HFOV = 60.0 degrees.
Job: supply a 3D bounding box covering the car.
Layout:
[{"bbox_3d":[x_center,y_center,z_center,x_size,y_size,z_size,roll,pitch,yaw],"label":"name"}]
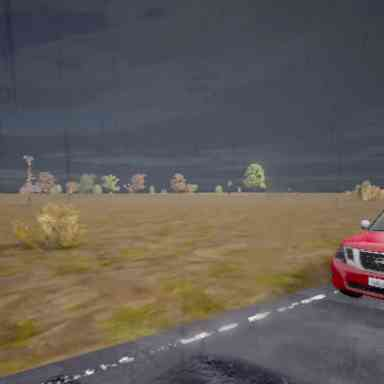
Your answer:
[{"bbox_3d":[5.432,1.239,7.518,5.566,2.045,2.150,0,0,-38],"label":"car"}]
